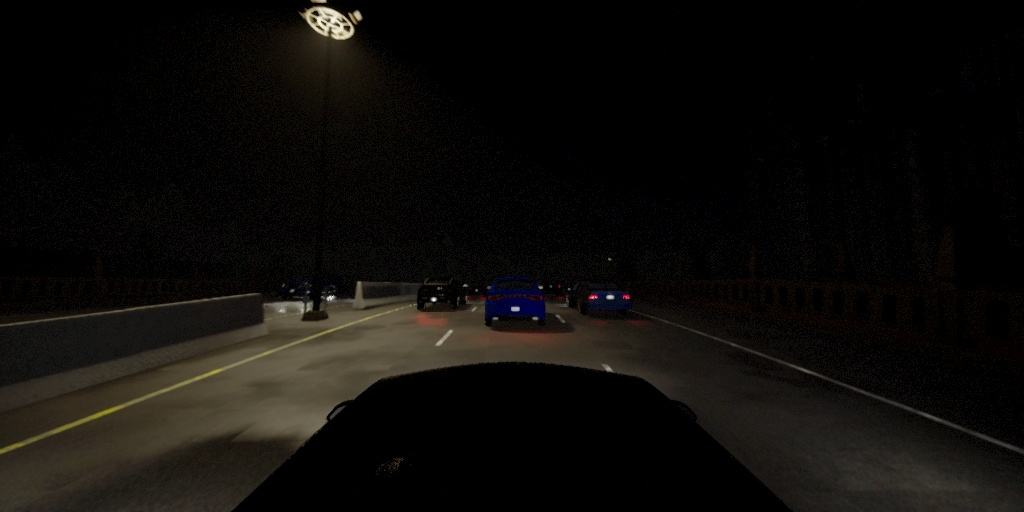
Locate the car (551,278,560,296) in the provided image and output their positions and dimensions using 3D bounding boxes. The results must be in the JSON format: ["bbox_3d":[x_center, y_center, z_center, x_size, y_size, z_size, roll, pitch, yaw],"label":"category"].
[{"bbox_3d":[3.598,2.993,35.204,2.097,1.767,4.553,0,-5,0],"label":"car"}]

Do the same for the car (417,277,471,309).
[{"bbox_3d":[-3.401,1.798,18.049,1.837,1.490,4.892,0,-4,0],"label":"car"}]

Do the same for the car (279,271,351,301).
[{"bbox_3d":[-14.100,2.103,25.774,2.150,2.045,5.566,0,-5,0],"label":"car"}]

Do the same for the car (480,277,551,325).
[{"bbox_3d":[0.099,1.491,12.854,1.882,1.535,5.008,0,-3,0],"label":"car"}]

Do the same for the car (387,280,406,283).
[{"bbox_3d":[-10.598,2.899,32.291,2.128,1.511,4.902,0,-5,0],"label":"car"}]

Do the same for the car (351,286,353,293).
[{"bbox_3d":[-17.594,3.185,35.653,1.837,1.490,4.892,0,-5,0],"label":"car"}]

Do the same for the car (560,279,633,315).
[{"bbox_3d":[3.599,1.699,15.635,2.033,1.411,5.357,0,-3,0],"label":"car"}]

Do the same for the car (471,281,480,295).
[{"bbox_3d":[-3.416,3.304,36.894,1.812,1.442,4.674,0,-5,0],"label":"car"}]
